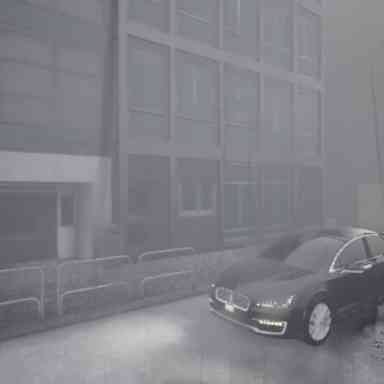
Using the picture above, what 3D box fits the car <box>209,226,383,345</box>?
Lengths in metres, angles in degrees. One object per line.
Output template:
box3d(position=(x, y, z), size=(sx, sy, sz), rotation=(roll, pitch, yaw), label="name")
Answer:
box3d(position=(2.541, 1.483, 6.421), size=(4.892, 1.490, 1.837), rotation=(0, 0, -36), label="car")
